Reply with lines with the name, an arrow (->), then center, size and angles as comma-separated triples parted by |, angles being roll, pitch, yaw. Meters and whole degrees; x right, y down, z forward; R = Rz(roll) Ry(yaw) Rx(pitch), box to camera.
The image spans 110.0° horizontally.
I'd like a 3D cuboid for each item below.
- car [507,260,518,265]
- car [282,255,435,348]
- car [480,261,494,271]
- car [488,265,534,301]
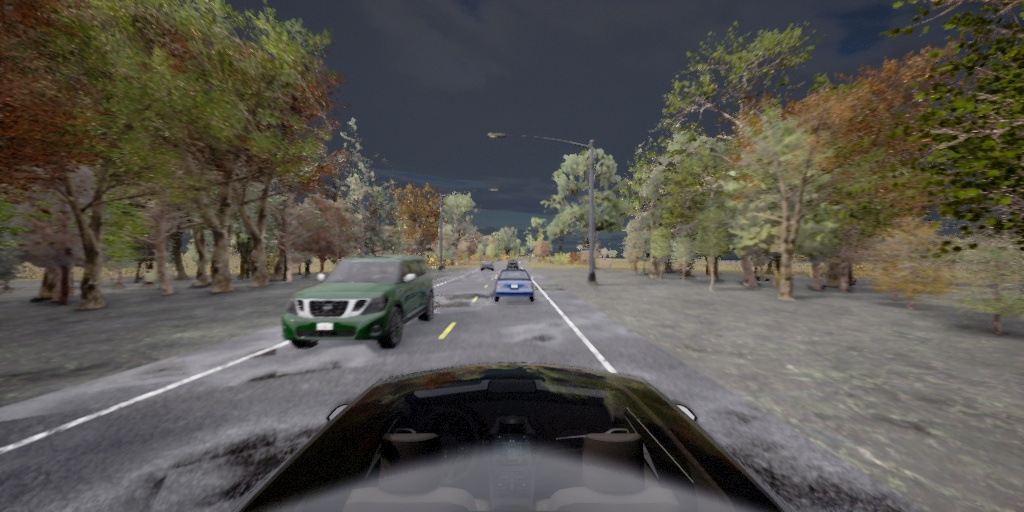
car -> 0.115, 1.435, 57.464 | 1.837, 1.490, 4.892 | 0, 0, 0
car -> -3.599, 0.995, 9.665 | 2.150, 2.045, 5.566 | 0, 0, 0
car -> -3.531, 1.459, 51.768 | 2.033, 1.411, 5.357 | 0, 0, 1
car -> 0.101, 1.349, 17.855 | 2.033, 1.411, 5.357 | 0, 0, 0
